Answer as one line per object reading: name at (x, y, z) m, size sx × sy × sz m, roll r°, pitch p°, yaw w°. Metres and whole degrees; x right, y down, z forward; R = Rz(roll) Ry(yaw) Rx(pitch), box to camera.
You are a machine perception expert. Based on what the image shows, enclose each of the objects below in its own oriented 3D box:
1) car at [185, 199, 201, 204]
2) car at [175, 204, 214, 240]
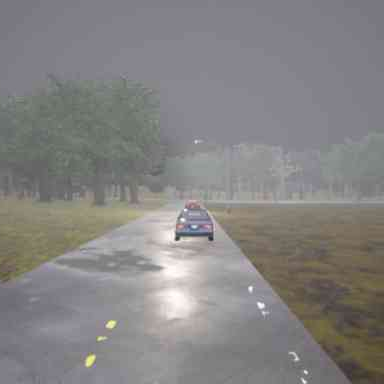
car at (0.099, 1.562, 41.296) m, size 1.812 × 1.442 × 4.674 m, roll 0°, pitch 0°, yaw 0°
car at (0.102, 1.561, 16.937) m, size 2.033 × 1.411 × 5.357 m, roll 0°, pitch 0°, yaw 0°
